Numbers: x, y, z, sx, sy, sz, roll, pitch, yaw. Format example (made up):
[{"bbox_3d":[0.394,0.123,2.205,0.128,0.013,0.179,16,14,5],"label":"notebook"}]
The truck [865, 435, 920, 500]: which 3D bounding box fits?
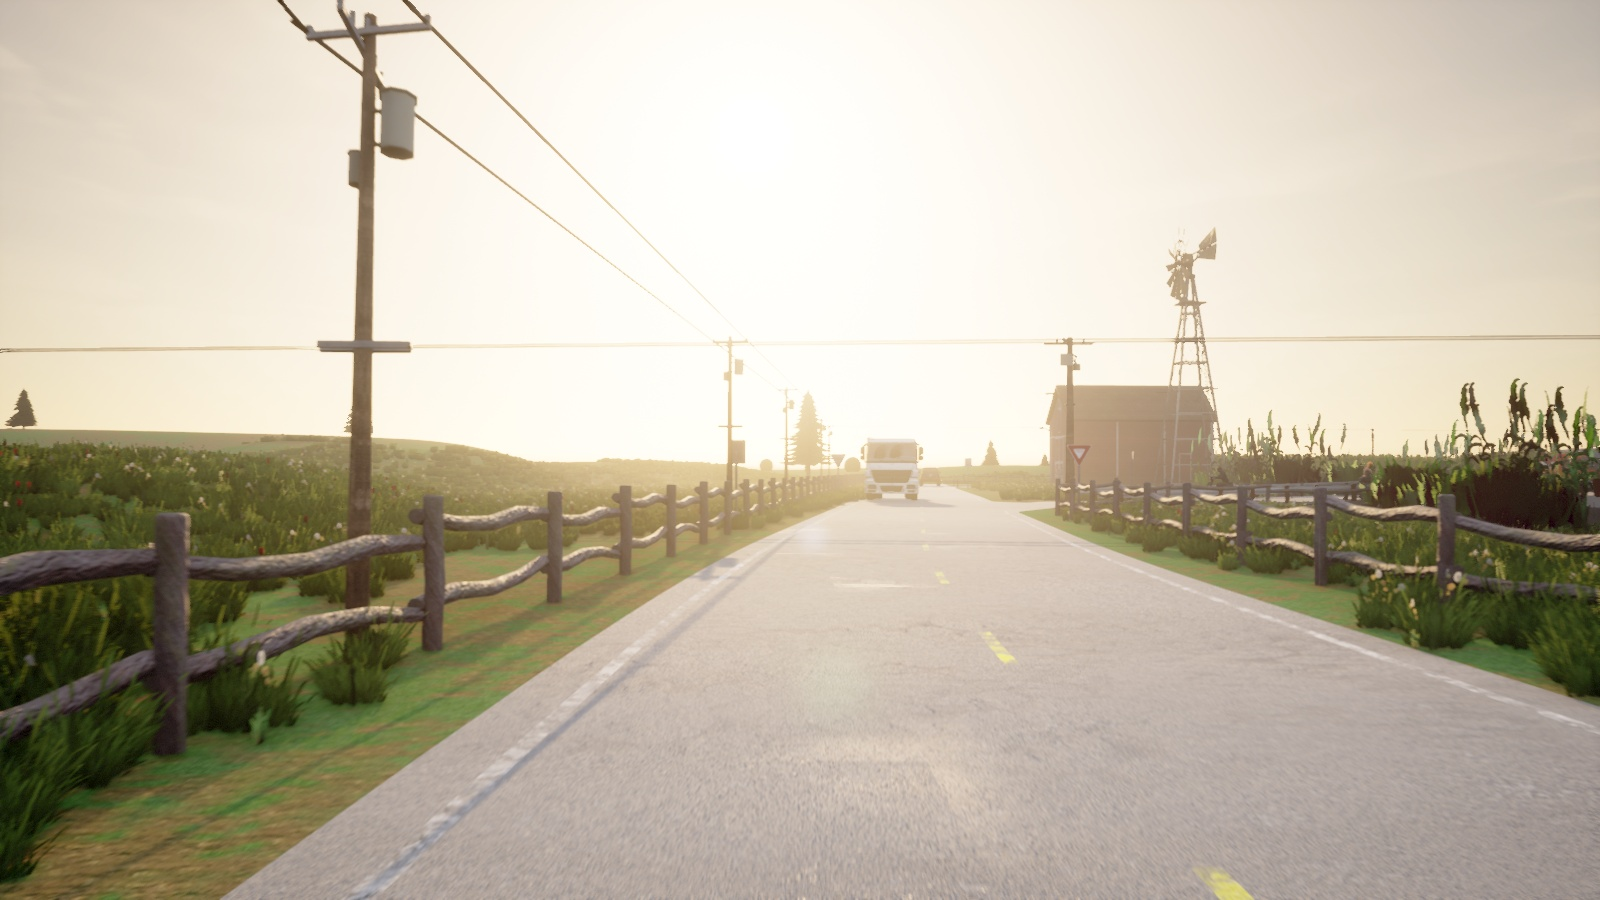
[{"bbox_3d":[5.246,0.990,70.317,2.891,3.462,7.936,0,-1,5],"label":"truck"}]
